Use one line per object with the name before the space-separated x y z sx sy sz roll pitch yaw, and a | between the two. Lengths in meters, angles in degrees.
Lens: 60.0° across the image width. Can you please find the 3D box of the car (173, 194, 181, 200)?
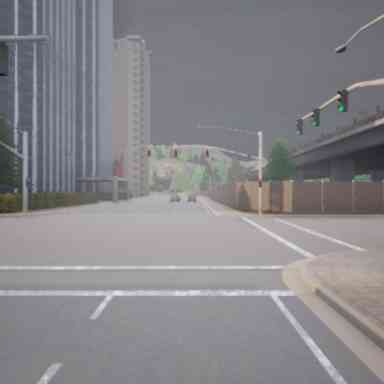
car | -3.503 1.252 78.486 1.895 1.301 4.718 0 0 0

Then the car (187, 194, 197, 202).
car | -0.002 1.369 68.055 2.033 1.411 5.357 0 0 0

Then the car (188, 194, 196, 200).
car | -0.003 1.181 78.456 1.812 1.442 4.674 0 0 0

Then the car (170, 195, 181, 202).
car | -3.502 1.368 68.055 2.033 1.411 5.357 0 0 0
